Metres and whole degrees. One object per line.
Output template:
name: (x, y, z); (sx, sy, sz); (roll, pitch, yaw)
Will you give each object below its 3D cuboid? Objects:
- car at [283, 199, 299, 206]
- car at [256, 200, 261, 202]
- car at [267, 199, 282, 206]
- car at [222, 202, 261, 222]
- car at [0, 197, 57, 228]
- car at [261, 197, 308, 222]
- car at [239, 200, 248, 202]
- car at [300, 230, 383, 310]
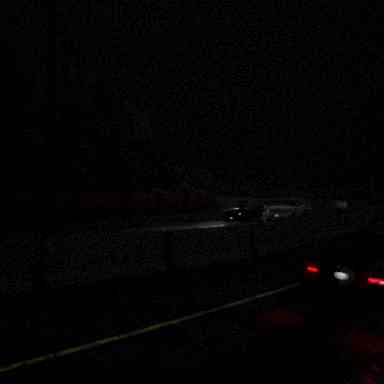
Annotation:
car: (20.200, 2.166, 67.865); (1.895, 1.301, 4.718); (0, 0, 1)
car: (9.973, 1.915, 47.670); (1.837, 1.490, 4.892); (0, 0, 18)
car: (16.706, 2.156, 67.650); (1.895, 1.301, 4.718); (0, 0, 1)
car: (4.458, 1.843, 28.908); (1.895, 1.301, 4.718); (0, -1, 35)
car: (-11.767, 1.340, 21.617); (5.566, 2.045, 2.150); (1, 0, -40)
car: (8.063, 1.471, 27.991); (2.150, 2.045, 5.566); (0, 0, 34)
car: (9.081, 2.040, 58.777); (2.033, 1.411, 5.357); (0, 0, 9)
car: (4.629, 1.628, 7.870); (5.357, 1.411, 2.033); (1, -1, -42)
